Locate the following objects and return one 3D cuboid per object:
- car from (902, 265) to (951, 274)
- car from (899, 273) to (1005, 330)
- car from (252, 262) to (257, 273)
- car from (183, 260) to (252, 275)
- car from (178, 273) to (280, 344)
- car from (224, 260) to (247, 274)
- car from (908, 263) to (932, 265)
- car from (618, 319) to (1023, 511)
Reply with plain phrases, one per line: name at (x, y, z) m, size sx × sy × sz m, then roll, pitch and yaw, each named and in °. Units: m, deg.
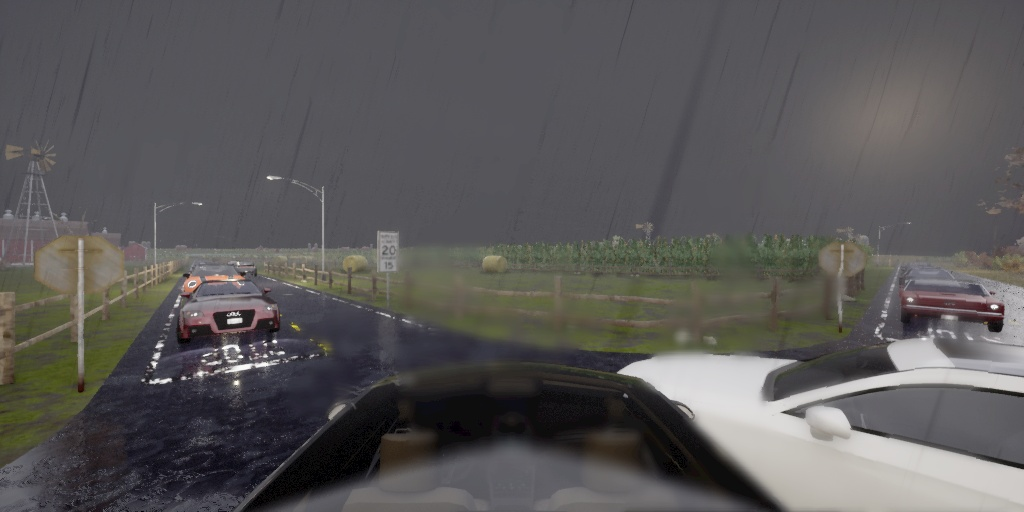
car at (20.710, 1.350, 17.792) m, size 5.357 × 1.411 × 2.033 m, roll 0°, pitch 1°, yaw -42°
car at (13.589, 1.390, 11.275) m, size 4.718 × 1.301 × 1.895 m, roll 0°, pitch 1°, yaw -43°
car at (-26.750, 1.266, 35.777) m, size 2.128 × 1.511 × 4.902 m, roll 0°, pitch 0°, yaw -41°
car at (-13.612, 1.133, 16.462) m, size 2.097 × 1.767 × 4.553 m, roll 0°, pitch 0°, yaw -41°
car at (-7.878, 1.351, 9.941) m, size 1.994 × 1.385 × 4.181 m, roll 0°, pitch 0°, yaw -42°
car at (-33.423, 1.284, 43.279) m, size 1.837 × 1.490 × 4.892 m, roll 0°, pitch 0°, yaw -41°
car at (27.505, 1.383, 24.002) m, size 4.181 × 1.385 × 1.994 m, roll 0°, pitch 1°, yaw -42°
car at (2.851, 1.293, 2.283) m, size 1.812 × 1.442 × 4.674 m, roll 0°, pitch 1°, yaw -44°
